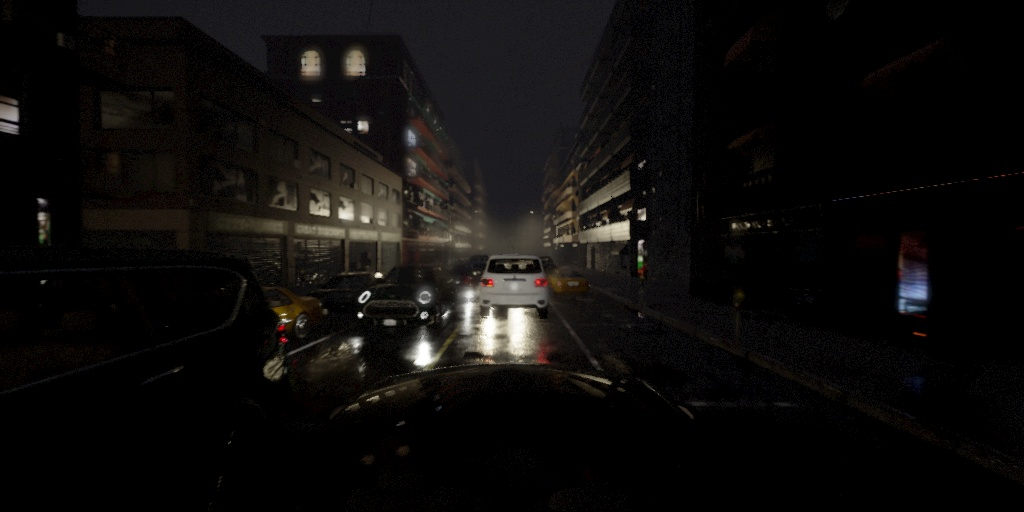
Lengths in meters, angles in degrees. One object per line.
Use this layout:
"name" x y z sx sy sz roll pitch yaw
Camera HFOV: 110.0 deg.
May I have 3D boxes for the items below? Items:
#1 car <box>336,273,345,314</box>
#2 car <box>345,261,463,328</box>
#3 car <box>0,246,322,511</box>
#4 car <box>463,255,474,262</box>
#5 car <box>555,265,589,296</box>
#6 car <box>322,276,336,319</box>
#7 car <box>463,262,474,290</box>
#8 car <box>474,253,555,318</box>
"car" -5.601 1.254 12.818 1.948 1.339 4.313 0 0 1
"car" -3.019 1.055 11.167 2.097 1.767 4.553 0 0 1
"car" -3.134 0.965 1.142 2.150 2.045 5.566 0 0 -1
"car" -2.727 0.881 31.770 2.150 2.045 5.566 0 0 1
"car" 2.801 1.216 18.479 1.751 1.417 4.829 0 0 1
"car" -5.655 1.236 7.124 1.751 1.417 4.829 0 0 1
"car" -2.911 1.226 21.344 1.994 1.385 4.181 0 0 1
"car" 0.092 0.939 12.976 2.150 2.045 5.566 0 0 0
